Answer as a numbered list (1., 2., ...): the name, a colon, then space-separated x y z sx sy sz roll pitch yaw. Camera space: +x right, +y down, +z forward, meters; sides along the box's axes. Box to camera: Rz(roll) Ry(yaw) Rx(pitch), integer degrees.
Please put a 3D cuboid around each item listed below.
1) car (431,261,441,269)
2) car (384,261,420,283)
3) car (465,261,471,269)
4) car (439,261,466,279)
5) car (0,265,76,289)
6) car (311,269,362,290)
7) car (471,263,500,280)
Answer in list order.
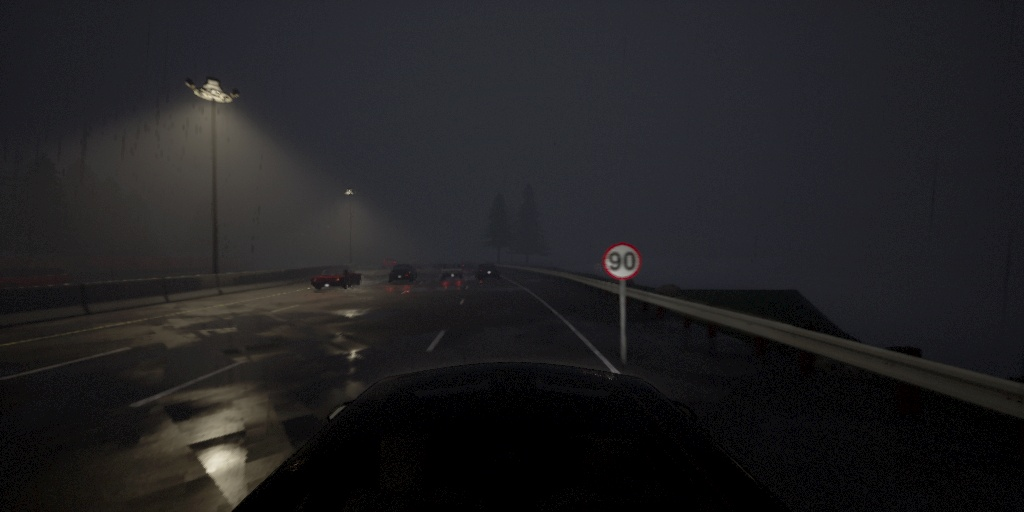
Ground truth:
1. car: -12.090 1.488 58.653 1.895 1.301 4.718 -1 0 -20
2. car: -8.896 1.381 29.348 1.812 1.442 4.674 0 0 -10
3. car: -7.245 1.427 55.920 1.895 1.301 4.718 -1 0 -15
4. car: -5.775 1.415 34.219 1.895 1.301 4.718 -1 0 -12
5. car: -29.302 1.473 21.352 2.097 1.767 4.553 -1 0 -7
6. car: -11.566 1.493 24.010 1.895 1.301 4.718 -1 0 -8
7. car: -2.280 1.334 32.022 1.994 1.385 4.181 -1 0 -10
